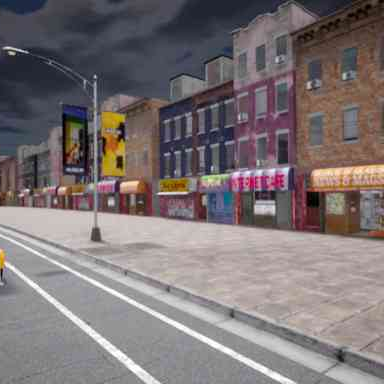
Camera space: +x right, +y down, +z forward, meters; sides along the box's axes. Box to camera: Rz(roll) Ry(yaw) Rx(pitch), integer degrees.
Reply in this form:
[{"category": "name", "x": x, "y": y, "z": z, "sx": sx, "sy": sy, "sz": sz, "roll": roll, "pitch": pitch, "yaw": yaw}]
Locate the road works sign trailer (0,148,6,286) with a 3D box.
[{"category": "road works sign trailer", "x": -6.327, "y": 0.496, "z": 8.575, "sx": 2.380, "sy": 3.560, "sz": 2.880, "roll": 0, "pitch": 0, "yaw": -39}]
